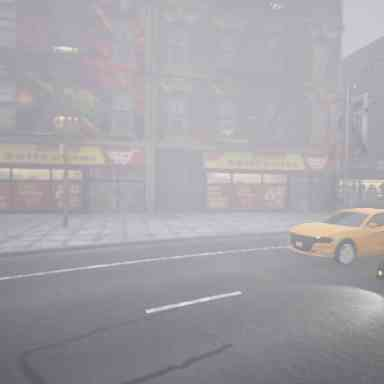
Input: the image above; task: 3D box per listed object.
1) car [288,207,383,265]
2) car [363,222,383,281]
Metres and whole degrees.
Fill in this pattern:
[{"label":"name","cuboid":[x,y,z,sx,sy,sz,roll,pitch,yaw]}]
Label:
[{"label":"car","cuboid":[5.478,1.274,10.727,5.008,1.535,1.882,0,1,-22]},{"label":"car","cuboid":[6.165,1.461,7.260,4.181,1.385,1.994,0,2,-22]}]
